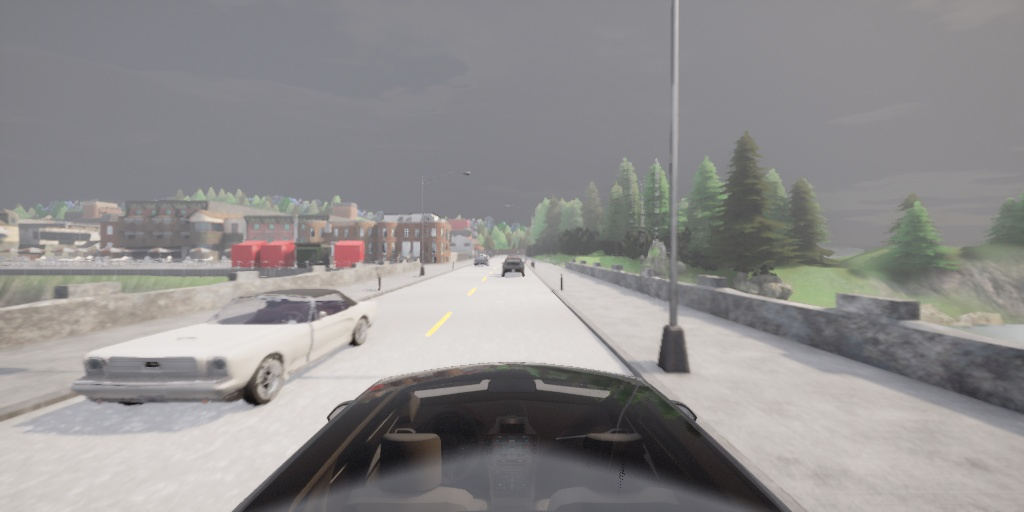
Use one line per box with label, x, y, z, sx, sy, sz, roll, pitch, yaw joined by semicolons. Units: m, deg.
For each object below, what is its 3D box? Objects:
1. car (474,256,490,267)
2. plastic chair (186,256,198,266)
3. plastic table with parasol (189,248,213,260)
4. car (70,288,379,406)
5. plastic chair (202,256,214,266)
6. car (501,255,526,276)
car;-4.060;0.723;48.599;2.033;1.411;5.357;0;1;1
plastic chair;-42.510;0.716;47.408;0.750;1.272;0.730;0;0;0
plastic table with parasol;-42.410;0.094;48.908;2.482;2.480;2.482;0;0;0
car;-4.097;1.294;6.287;1.895;1.301;4.718;0;1;0
plastic chair;-41.210;0.699;48.807;0.730;1.272;0.750;0;0;0
car;0.107;0.891;31.392;1.837;1.490;4.892;0;1;0
